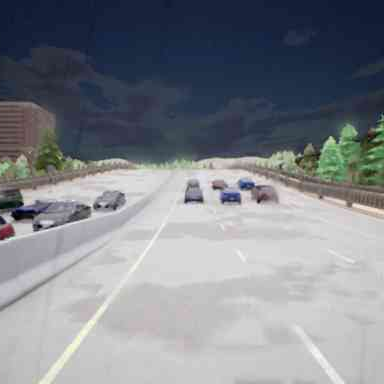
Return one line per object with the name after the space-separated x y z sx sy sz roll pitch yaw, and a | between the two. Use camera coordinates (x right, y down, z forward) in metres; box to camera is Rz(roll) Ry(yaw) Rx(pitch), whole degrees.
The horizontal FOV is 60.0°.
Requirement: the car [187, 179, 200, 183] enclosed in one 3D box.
0.163 -1.003 43.797 2.033 1.411 5.357 0 7 1 | car

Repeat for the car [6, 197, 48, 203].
-10.525 1.155 23.231 1.895 1.301 4.718 0 4 1 | car

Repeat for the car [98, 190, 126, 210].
-6.979 0.630 28.681 2.128 1.511 4.902 0 5 1 | car

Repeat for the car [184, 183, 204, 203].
0.196 0.241 33.379 1.994 1.385 4.181 0 6 0 | car

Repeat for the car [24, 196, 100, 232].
-7.066 1.296 18.612 2.128 1.511 4.902 0 3 0 | car

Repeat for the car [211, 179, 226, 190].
3.680 -1.097 44.702 1.994 1.385 4.181 0 7 1 | car

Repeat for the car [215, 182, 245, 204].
3.694 0.207 32.838 1.882 1.535 5.008 0 6 0 | car

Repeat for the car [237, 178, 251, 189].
7.182 -1.204 44.840 1.882 1.535 5.008 0 7 1 | car

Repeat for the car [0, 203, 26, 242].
-7.081 1.391 9.579 2.097 1.767 4.553 0 0 0 | car

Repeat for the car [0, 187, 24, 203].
-14.028 0.761 23.449 2.150 2.045 5.566 0 4 1 | car

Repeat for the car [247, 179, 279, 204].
7.196 0.040 33.194 2.097 1.767 4.553 0 6 0 | car
